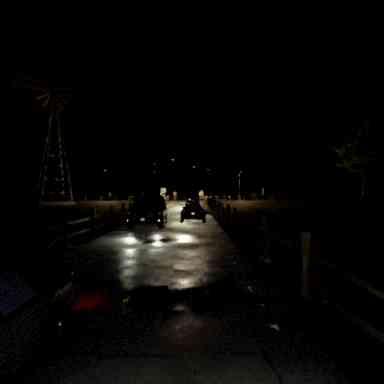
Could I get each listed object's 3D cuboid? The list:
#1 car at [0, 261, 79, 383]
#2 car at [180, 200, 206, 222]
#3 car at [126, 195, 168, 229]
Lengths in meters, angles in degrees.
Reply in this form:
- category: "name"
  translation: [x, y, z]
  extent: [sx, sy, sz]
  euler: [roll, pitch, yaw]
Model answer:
- category: "car"
  translation: [-2.841, 1.548, 3.398]
  extent: [2.033, 1.411, 5.357]
  euler: [0, 0, 0]
- category: "car"
  translation: [0.081, 1.571, 26.568]
  extent: [1.994, 1.385, 4.181]
  euler: [0, 0, 0]
- category: "car"
  translation: [-2.802, 1.230, 21.781]
  extent: [2.150, 2.045, 5.566]
  euler: [0, 0, 0]
